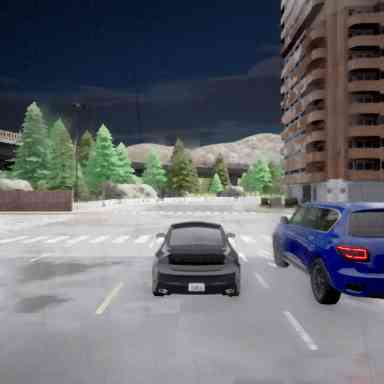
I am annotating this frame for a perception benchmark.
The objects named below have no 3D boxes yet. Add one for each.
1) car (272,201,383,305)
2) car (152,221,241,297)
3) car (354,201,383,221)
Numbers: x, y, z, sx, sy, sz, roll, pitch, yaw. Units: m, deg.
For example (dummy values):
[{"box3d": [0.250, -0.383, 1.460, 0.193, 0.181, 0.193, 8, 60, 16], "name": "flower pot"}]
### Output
[{"box3d": [3.601, 1.221, 8.228, 2.150, 2.045, 5.566, 0, 0, 0], "name": "car"}, {"box3d": [0.101, 1.505, 8.562, 1.837, 1.490, 4.892, 0, 0, 0], "name": "car"}, {"box3d": [16.489, 1.559, 27.855, 4.892, 1.490, 1.837, 0, 0, 0], "name": "car"}]
